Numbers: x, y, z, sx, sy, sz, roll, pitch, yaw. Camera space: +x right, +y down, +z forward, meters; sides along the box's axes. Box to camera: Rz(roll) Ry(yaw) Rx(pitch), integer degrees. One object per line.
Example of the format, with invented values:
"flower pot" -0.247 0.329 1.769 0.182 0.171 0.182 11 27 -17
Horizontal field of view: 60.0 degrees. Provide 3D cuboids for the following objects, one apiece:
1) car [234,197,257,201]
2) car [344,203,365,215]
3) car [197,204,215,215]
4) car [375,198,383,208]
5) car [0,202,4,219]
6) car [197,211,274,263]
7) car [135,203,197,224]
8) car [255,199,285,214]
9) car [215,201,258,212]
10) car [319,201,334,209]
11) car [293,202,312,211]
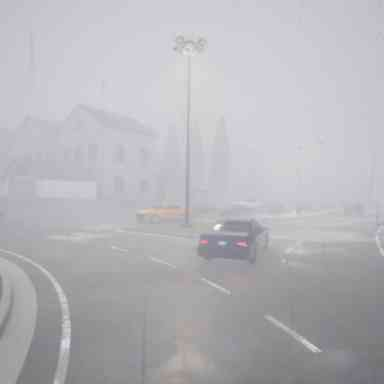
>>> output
"car" 6.887 1.666 43.411 2.150 2.045 5.566 0 -1 36
"car" 21.128 2.109 43.148 2.128 1.511 4.902 0 -1 36
"car" 0.532 1.897 34.961 1.895 1.301 4.718 0 -1 39
"car" 38.536 2.255 67.430 2.150 2.045 5.566 0 -1 36
"car" -15.958 1.217 22.646 5.566 2.045 2.150 1 0 -14
"car" 1.753 1.678 12.733 2.033 1.411 5.357 0 -1 19
"car" -2.273 1.675 27.043 5.008 1.535 1.882 1 -1 -44
"car" 10.217 1.965 42.043 2.128 1.511 4.902 0 -1 36
"car" 4.690 1.945 34.538 1.895 1.301 4.718 0 -1 37
"car" 25.512 2.352 63.082 1.812 1.442 4.674 0 0 36
"car" 17.172 2.201 51.646 1.994 1.385 4.181 0 -1 36
